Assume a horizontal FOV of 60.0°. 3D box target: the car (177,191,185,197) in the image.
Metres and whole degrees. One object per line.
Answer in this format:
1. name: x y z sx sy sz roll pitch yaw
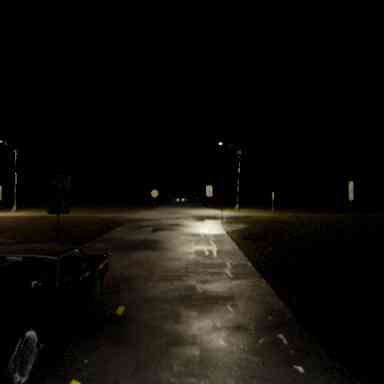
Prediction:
1. car: -2.767 0.561 83.027 2.033 1.411 5.357 0 1 0

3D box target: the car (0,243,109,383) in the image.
1. car: -2.844 1.627 5.470 1.895 1.301 4.718 0 0 0

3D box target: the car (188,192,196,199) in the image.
1. car: -0.016 1.004 78.803 1.994 1.385 4.181 0 1 0

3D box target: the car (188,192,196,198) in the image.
1. car: -0.018 0.794 88.856 1.994 1.385 4.181 0 1 0
